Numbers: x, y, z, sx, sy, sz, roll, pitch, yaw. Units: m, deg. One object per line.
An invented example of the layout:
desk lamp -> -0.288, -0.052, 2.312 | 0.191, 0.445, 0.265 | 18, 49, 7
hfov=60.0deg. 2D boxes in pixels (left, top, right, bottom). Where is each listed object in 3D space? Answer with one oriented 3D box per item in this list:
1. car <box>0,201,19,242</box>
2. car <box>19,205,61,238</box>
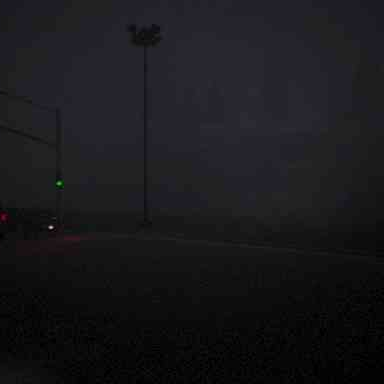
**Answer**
car -> -10.257, 1.206, 14.254 | 5.566, 2.045, 2.150 | 0, 0, 29
car -> -9.058, 1.483, 17.557 | 4.892, 1.490, 1.837 | 0, 0, 29
